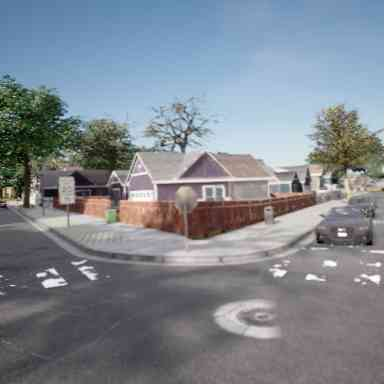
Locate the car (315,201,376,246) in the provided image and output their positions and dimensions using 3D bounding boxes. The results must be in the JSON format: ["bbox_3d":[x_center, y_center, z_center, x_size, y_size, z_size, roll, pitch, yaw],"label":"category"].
[{"bbox_3d":[6.400,1.314,13.848,1.994,1.385,4.181,-2,0,29],"label":"car"}]

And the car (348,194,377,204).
[{"bbox_3d":[12.120,1.043,23.982,1.837,1.490,4.892,-2,-1,30],"label":"car"}]

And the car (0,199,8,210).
[{"bbox_3d":[-28.872,1.910,50.276,2.128,1.511,4.902,-3,1,-31],"label":"car"}]

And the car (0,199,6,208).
[{"bbox_3d":[-34.136,1.984,58.868,1.837,1.490,4.892,-3,1,-31],"label":"car"}]

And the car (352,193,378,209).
[{"bbox_3d":[17.703,0.882,33.870,2.033,1.411,5.357,-2,0,30],"label":"car"}]
